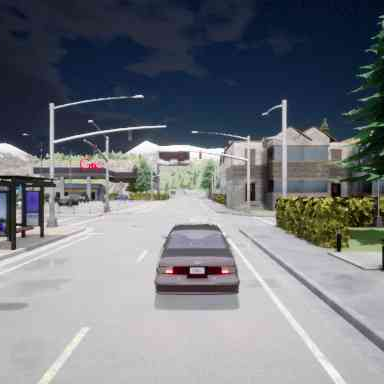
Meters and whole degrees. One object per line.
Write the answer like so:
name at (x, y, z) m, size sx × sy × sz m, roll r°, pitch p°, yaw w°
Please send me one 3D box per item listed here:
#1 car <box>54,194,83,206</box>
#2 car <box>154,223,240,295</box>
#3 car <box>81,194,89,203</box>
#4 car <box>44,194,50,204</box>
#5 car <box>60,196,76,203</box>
car at (-18.917, 1.489, 51.068) m, size 2.007 × 1.523 × 4.514 m, roll 0°, pitch 0°, yaw 0°
car at (0.101, 1.547, 8.871) m, size 2.033 × 1.411 × 5.357 m, roll 0°, pitch 0°, yaw 0°
car at (-22.618, 1.268, 68.937) m, size 1.905 × 1.878 × 3.866 m, roll 0°, pitch 0°, yaw 0°
car at (-25.884, 1.289, 61.061) m, size 1.932 × 1.855 × 4.605 m, roll 0°, pitch 0°, yaw 0°
car at (-25.944, 1.552, 69.540) m, size 1.970 × 1.475 × 3.806 m, roll 0°, pitch 0°, yaw 0°
